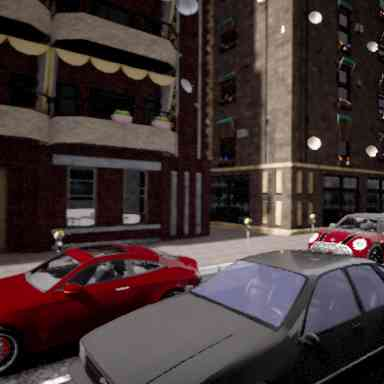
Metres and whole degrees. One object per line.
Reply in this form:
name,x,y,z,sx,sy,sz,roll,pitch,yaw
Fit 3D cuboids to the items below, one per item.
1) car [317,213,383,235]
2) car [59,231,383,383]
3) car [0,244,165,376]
car,5.535,1.426,10.653,4.097,1.590,1.967,0,1,-35
car,1.350,1.543,4.341,5.357,1.411,2.033,0,0,-35
car,-1.685,1.579,5.442,4.206,1.307,1.802,0,1,-35
